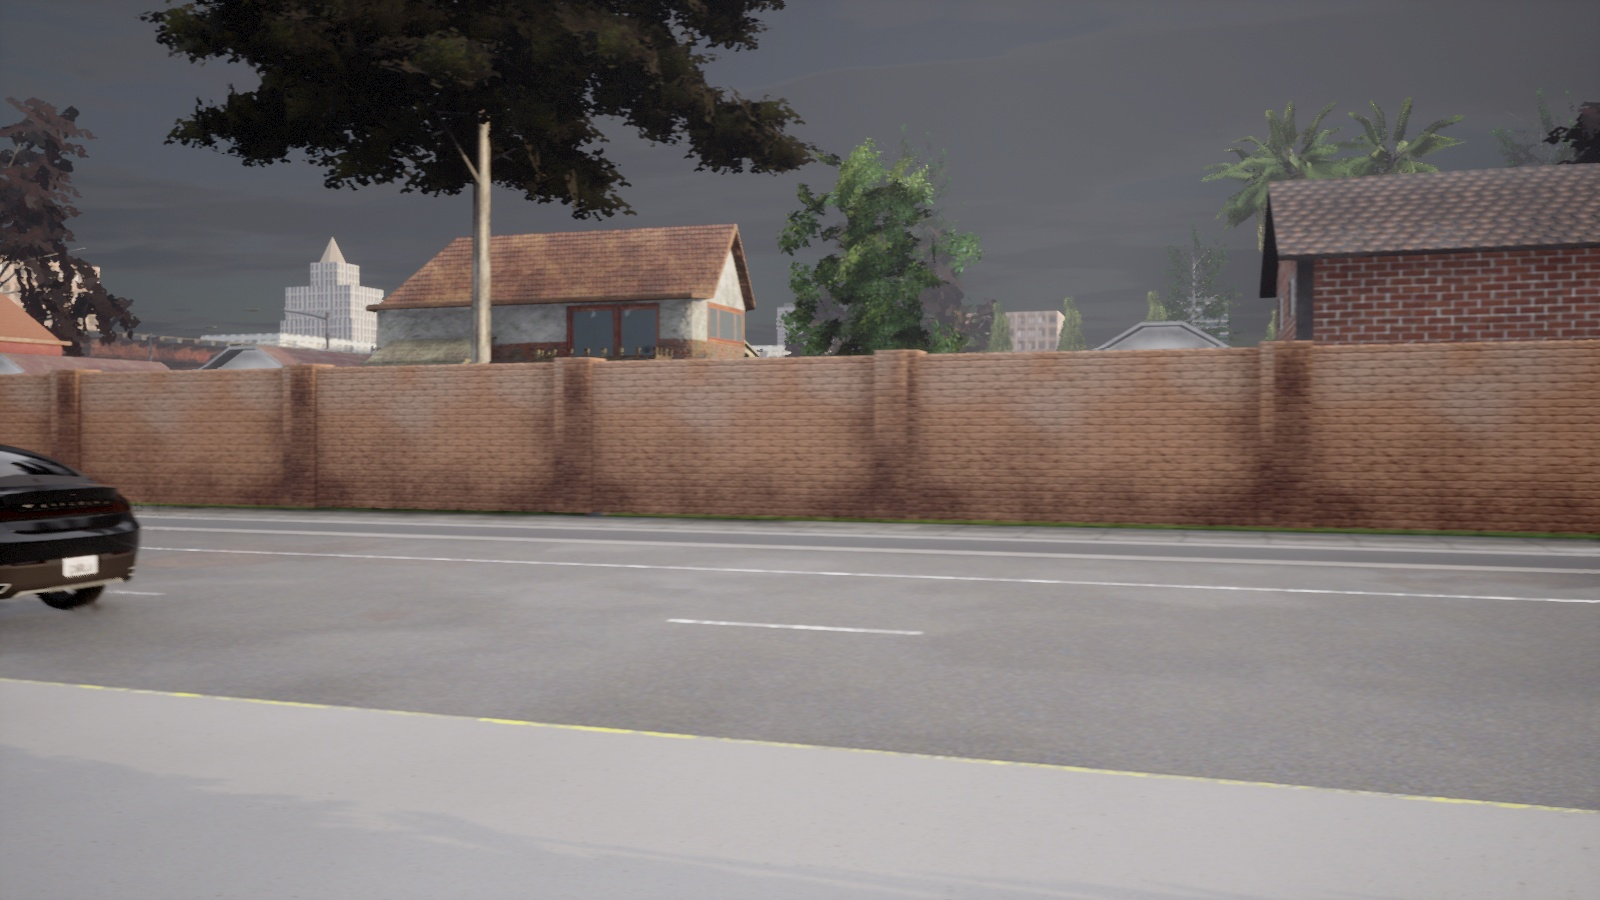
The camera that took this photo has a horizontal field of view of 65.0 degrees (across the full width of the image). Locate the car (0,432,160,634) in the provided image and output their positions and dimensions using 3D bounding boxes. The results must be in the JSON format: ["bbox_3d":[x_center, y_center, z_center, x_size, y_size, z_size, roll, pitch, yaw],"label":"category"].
[{"bbox_3d":[-8.092,0.591,10.662,4.892,1.490,1.837,1,1,19],"label":"car"}]
